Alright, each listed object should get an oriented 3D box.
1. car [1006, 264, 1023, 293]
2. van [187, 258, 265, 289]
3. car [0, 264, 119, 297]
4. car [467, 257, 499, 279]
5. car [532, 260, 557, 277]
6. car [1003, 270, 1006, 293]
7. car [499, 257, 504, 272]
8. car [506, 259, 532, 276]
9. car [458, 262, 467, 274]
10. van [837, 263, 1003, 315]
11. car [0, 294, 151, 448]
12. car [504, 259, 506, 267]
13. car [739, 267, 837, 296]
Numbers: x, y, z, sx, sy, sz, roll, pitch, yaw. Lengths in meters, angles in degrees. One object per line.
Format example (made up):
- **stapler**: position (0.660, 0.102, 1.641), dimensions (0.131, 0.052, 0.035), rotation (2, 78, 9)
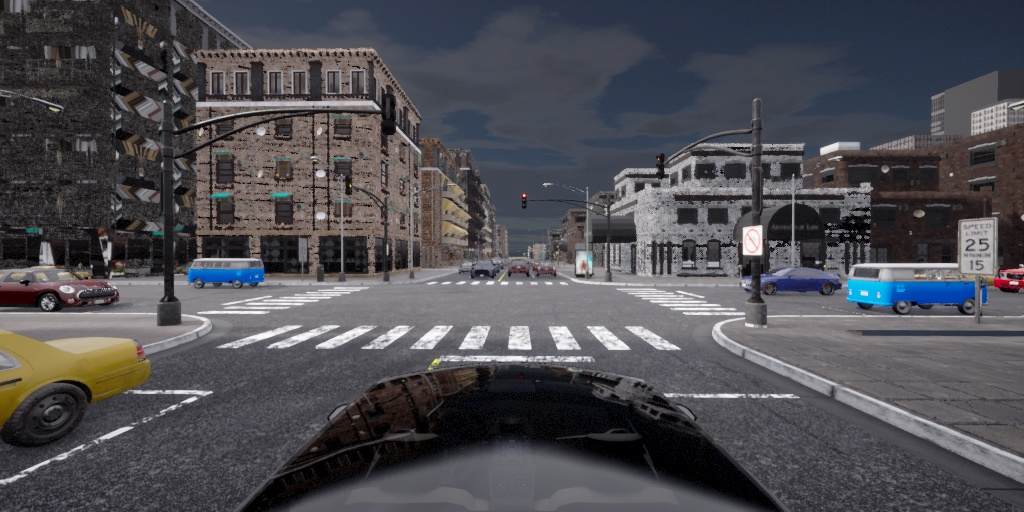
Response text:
- **car**: position (29.206, 1.024, 18.862), dimensions (5.566, 2.045, 2.150), rotation (-1, 0, 1)
- **van**: position (-17.429, 1.030, 21.907), dimensions (3.998, 1.789, 1.690), rotation (0, 0, 1)
- **car**: position (-17.528, 1.190, 13.527), dimensions (4.097, 1.591, 1.967), rotation (0, 0, 1)
- **car**: position (-2.569, 1.106, 33.154), dimensions (2.097, 1.767, 4.553), rotation (0, 0, 1)
- **car**: position (3.254, 1.195, 35.119), dimensions (1.967, 1.591, 4.097), rotation (0, 0, 1)
- **car**: position (25.820, 1.308, 21.494), dimensions (4.829, 1.417, 1.751), rotation (0, 0, 1)
- **car**: position (-2.400, 1.254, 43.061), dimensions (2.128, 1.511, 4.902), rotation (0, 0, 1)
- **car**: position (0.698, 1.108, 37.255), dimensions (2.097, 1.767, 4.553), rotation (0, 0, 1)
- **car**: position (-5.029, 1.311, 40.945), dimensions (2.007, 1.370, 4.403), rotation (0, 0, 1)
- **van**: position (14.849, 1.156, 13.218), dimensions (3.998, 1.789, 1.690), rotation (0, 0, 1)
- **car**: position (-5.680, 1.275, 2.629), dimensions (1.751, 1.417, 4.829), rotation (0, 0, 1)
- **car**: position (-2.225, 1.297, 53.021), dimensions (1.812, 1.442, 4.674), rotation (0, 0, 1)
- **car**: position (14.689, 1.298, 19.003), dimensions (4.674, 1.442, 1.812), rotation (0, 0, 2)
